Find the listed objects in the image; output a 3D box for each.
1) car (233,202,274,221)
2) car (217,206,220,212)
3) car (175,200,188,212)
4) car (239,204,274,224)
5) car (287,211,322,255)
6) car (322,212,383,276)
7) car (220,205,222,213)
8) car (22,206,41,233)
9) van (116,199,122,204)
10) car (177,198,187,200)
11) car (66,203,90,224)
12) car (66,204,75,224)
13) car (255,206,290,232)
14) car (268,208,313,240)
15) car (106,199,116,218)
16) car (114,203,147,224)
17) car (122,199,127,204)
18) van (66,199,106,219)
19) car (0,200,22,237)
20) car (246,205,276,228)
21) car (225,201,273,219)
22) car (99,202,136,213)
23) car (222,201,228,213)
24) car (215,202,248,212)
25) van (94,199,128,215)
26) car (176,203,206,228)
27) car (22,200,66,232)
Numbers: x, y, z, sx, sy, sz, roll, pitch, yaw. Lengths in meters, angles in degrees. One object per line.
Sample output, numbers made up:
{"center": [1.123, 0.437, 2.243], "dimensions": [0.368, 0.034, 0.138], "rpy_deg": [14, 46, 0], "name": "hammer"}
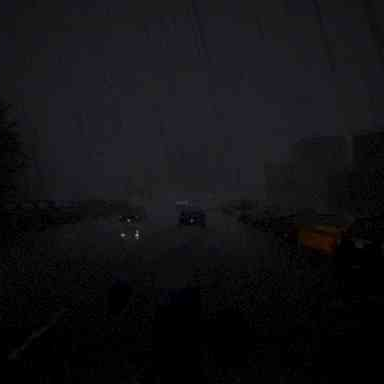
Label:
{"center": [6.286, 1.865, 27.027], "dimensions": [5.008, 1.535, 2.097], "rpy_deg": [1, -1, -20], "name": "car"}
{"center": [6.144, 2.132, 41.752], "dimensions": [4.792, 1.488, 2.163], "rpy_deg": [1, -1, -21], "name": "car"}
{"center": [-1.699, 2.355, 52.137], "dimensions": [2.033, 1.411, 5.357], "rpy_deg": [0, -1, -1], "name": "car"}
{"center": [6.275, 1.847, 24.081], "dimensions": [4.792, 1.488, 2.163], "rpy_deg": [1, -1, -20], "name": "car"}
{"center": [6.372, 1.629, 12.351], "dimensions": [5.008, 1.535, 2.097], "rpy_deg": [1, -1, -20], "name": "car"}
{"center": [6.363, 1.458, 9.412], "dimensions": [4.553, 1.767, 2.185], "rpy_deg": [1, -1, -20], "name": "car"}
{"center": [6.125, 1.928, 38.786], "dimensions": [4.553, 1.767, 2.185], "rpy_deg": [1, -1, -21], "name": "car"}
{"center": [-11.444, 1.771, 18.748], "dimensions": [4.892, 1.521, 2.231], "rpy_deg": [0, -1, -20], "name": "car"}
{"center": [-11.039, 1.889, 39.844], "dimensions": [4.442, 1.987, 1.878], "rpy_deg": [-1, -1, -19], "name": "van"}
{"center": [-1.872, 2.142, 62.171], "dimensions": [2.150, 2.045, 5.566], "rpy_deg": [0, 0, -1], "name": "car"}
{"center": [-11.375, 1.920, 27.786], "dimensions": [4.892, 1.521, 2.231], "rpy_deg": [-1, -1, -19], "name": "car"}
{"center": [-11.429, 1.899, 24.766], "dimensions": [4.792, 1.488, 2.163], "rpy_deg": [0, -1, -19], "name": "car"}
{"center": [6.340, 1.724, 18.220], "dimensions": [4.892, 1.521, 2.231], "rpy_deg": [1, -1, -20], "name": "car"}
{"center": [6.355, 1.677, 15.288], "dimensions": [4.892, 1.521, 2.231], "rpy_deg": [1, -1, -20], "name": "car"}
{"center": [-11.179, 1.941, 36.807], "dimensions": [4.553, 1.767, 2.185], "rpy_deg": [-1, -1, -19], "name": "car"}
{"center": [-5.155, 1.995, 29.827], "dimensions": [2.033, 1.411, 5.357], "rpy_deg": [0, -1, 0], "name": "car"}
{"center": [-11.059, 1.914, 42.815], "dimensions": [5.566, 2.045, 2.435], "rpy_deg": [-1, -1, -19], "name": "car"}
{"center": [-11.379, 1.792, 33.756], "dimensions": [4.442, 1.987, 1.878], "rpy_deg": [-1, -1, -19], "name": "van"}
{"center": [-11.475, 1.469, 15.738], "dimensions": [5.566, 2.045, 2.435], "rpy_deg": [0, -1, -20], "name": "car"}
{"center": [6.333, 1.771, 21.155], "dimensions": [5.008, 1.535, 2.097], "rpy_deg": [1, -1, -20], "name": "car"}
{"center": [6.076, 1.906, 29.897], "dimensions": [5.366, 1.575, 1.946], "rpy_deg": [1, -1, -20], "name": "car"}
{"center": [-10.951, 2.263, 48.791], "dimensions": [5.008, 1.535, 2.097], "rpy_deg": [-1, -1, -19], "name": "car"}
{"center": [6.196, 2.007, 35.841], "dimensions": [5.008, 1.535, 2.097], "rpy_deg": [1, -1, -21], "name": "car"}
{"center": [6.000, 2.285, 50.588], "dimensions": [4.674, 1.452, 2.002], "rpy_deg": [1, -1, -21], "name": "car"}
{"center": [-11.132, 1.990, 45.758], "dimensions": [4.442, 1.987, 1.878], "rpy_deg": [-1, -1, -19], "name": "van"}
{"center": [-0.027, 1.846, 25.165], "dimensions": [1.882, 1.535, 5.008], "rpy_deg": [0, -1, 0], "name": "car"}
{"center": [-11.461, 1.568, 21.756], "dimensions": [5.566, 2.045, 2.435], "rpy_deg": [0, -1, -20], "name": "car"}
